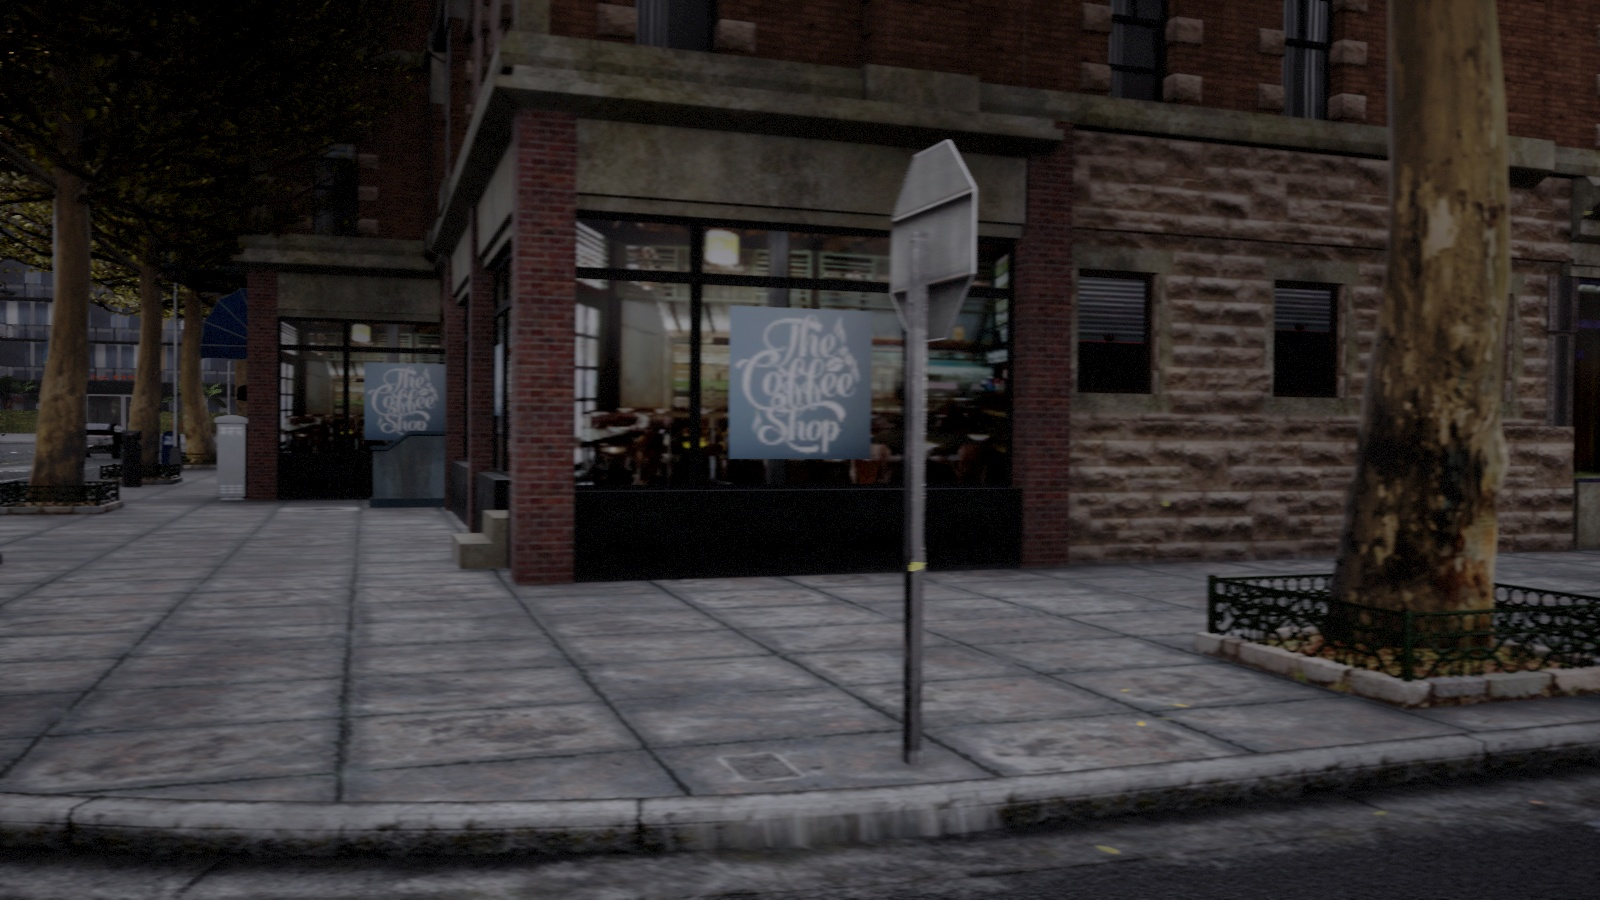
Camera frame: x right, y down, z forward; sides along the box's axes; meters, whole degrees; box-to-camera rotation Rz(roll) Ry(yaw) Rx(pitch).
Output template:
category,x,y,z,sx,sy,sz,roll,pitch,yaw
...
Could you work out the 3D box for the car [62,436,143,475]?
category,x,y,z,sx,sy,sz,roll,pitch,yaw
car,-29.243,0.200,52.774,2.128,1.511,4.902,-1,1,-19
